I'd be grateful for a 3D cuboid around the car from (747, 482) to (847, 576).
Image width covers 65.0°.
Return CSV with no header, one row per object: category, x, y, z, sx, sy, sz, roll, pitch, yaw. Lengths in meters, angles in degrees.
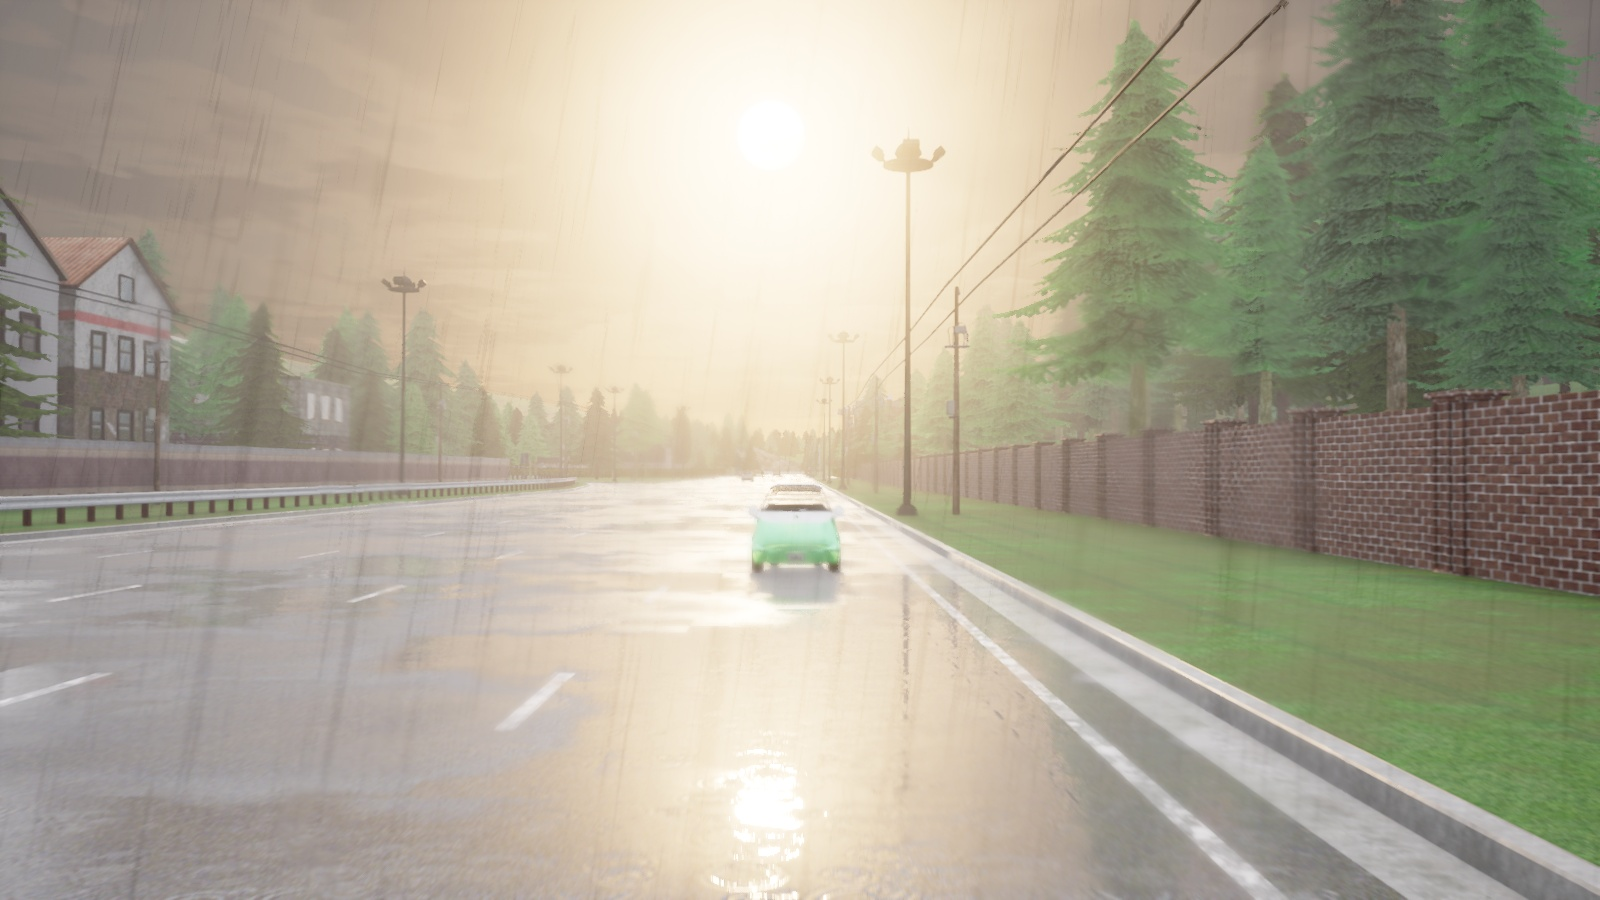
car,-0.047,1.202,19.814,1.481,1.376,2.207,0,-1,0
